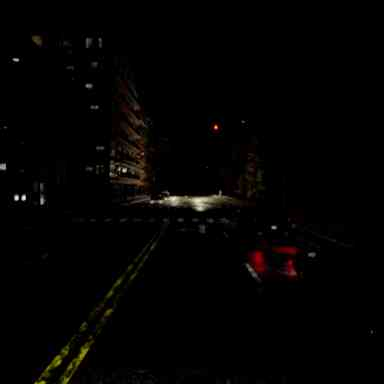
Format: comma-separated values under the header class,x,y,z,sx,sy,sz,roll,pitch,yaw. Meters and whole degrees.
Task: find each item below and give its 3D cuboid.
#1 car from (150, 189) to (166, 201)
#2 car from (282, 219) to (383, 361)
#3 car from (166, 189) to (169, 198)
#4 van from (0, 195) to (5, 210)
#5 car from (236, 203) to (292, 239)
class,x,y,z,sx,sy,sz,roll,pitch,yaw
car,-6.527,0.685,62.158,2.097,1.767,4.553,0,1,1
car,3.351,1.482,5.684,2.033,1.411,5.357,0,1,0
car,-6.492,0.401,77.589,2.150,2.045,5.566,0,1,0
van,-22.727,1.203,36.478,3.998,1.788,1.690,-1,2,-1
car,3.354,1.297,16.321,1.882,1.535,5.008,0,1,-1
